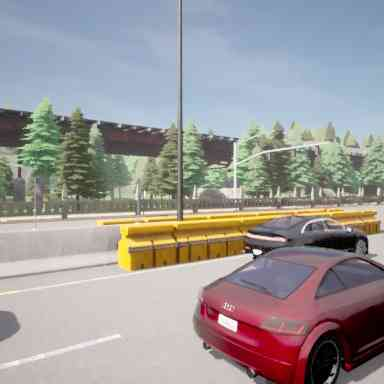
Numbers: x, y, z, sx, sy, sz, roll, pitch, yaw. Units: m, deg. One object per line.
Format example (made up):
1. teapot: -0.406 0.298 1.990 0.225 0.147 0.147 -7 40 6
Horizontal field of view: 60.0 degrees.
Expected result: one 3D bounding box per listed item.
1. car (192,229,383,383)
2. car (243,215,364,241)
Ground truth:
1. car: 2.069 1.564 5.227 4.181 1.385 1.994 0 0 -35
2. car: 3.819 1.491 10.775 4.902 1.511 2.128 0 0 -36
